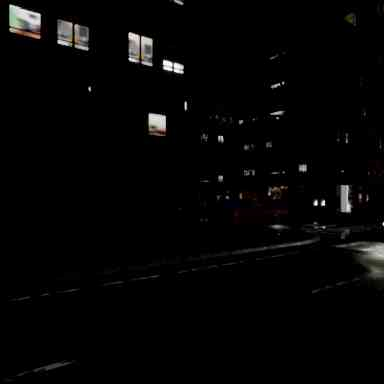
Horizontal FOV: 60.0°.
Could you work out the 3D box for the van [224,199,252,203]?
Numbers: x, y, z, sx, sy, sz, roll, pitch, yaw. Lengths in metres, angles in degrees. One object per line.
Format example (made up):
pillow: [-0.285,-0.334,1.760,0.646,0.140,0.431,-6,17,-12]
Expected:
van: [5.237,1.674,38.088,1.690,1.788,3.998,-1,0,-36]

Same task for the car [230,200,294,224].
car: [5.767,1.717,27.590,1.882,1.535,5.008,0,-1,-36]

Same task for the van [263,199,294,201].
van: [8.550,1.601,33.570,1.690,1.788,3.998,-1,0,-36]

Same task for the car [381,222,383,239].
car: [10.635,1.404,15.247,4.553,1.767,2.097,1,0,-36]

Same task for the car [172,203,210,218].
car: [-0.180,1.935,35.701,1.994,1.385,4.181,0,0,-37]

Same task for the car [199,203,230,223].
car: [1.807,1.873,28.657,1.802,1.307,4.206,-1,0,-36]
